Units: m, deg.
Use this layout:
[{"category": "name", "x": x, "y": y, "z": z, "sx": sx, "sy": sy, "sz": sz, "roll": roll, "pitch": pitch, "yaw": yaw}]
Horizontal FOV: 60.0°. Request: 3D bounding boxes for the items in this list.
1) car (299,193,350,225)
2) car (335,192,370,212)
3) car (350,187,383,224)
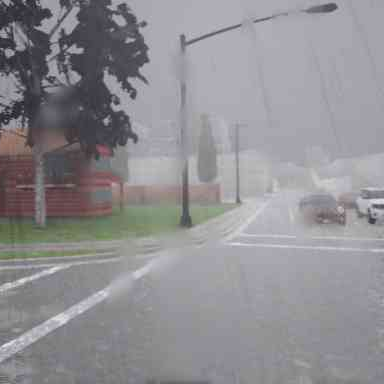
[{"category": "car", "x": 7.773, "y": 0.934, "z": 19.921, "sx": 2.097, "sy": 1.767, "sz": 4.553, "roll": -1, "pitch": 1, "yaw": 16}, {"category": "car", "x": 14.053, "y": 0.815, "z": 29.398, "sx": 1.882, "sy": 1.535, "sz": 5.008, "roll": -1, "pitch": 1, "yaw": 16}, {"category": "car", "x": 11.491, "y": 0.738, "z": 20.211, "sx": 2.150, "sy": 2.045, "sz": 5.566, "roll": -1, "pitch": 1, "yaw": 16}]
